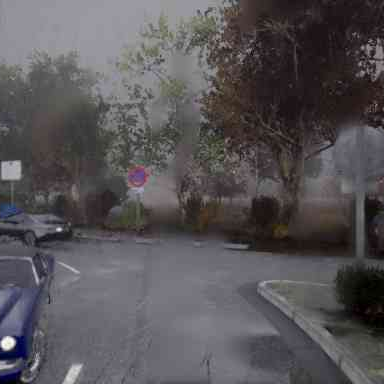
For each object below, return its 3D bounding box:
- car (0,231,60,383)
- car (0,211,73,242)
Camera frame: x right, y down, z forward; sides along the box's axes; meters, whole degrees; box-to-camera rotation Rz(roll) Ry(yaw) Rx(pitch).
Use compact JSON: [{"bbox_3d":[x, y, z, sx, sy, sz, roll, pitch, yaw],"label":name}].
[{"bbox_3d":[-3.234,1.606,5.130,1.895,1.301,4.718,0,0,-19],"label":"car"},{"bbox_3d":[-7.445,1.580,15.105,4.181,1.385,1.994,0,0,27],"label":"car"}]
